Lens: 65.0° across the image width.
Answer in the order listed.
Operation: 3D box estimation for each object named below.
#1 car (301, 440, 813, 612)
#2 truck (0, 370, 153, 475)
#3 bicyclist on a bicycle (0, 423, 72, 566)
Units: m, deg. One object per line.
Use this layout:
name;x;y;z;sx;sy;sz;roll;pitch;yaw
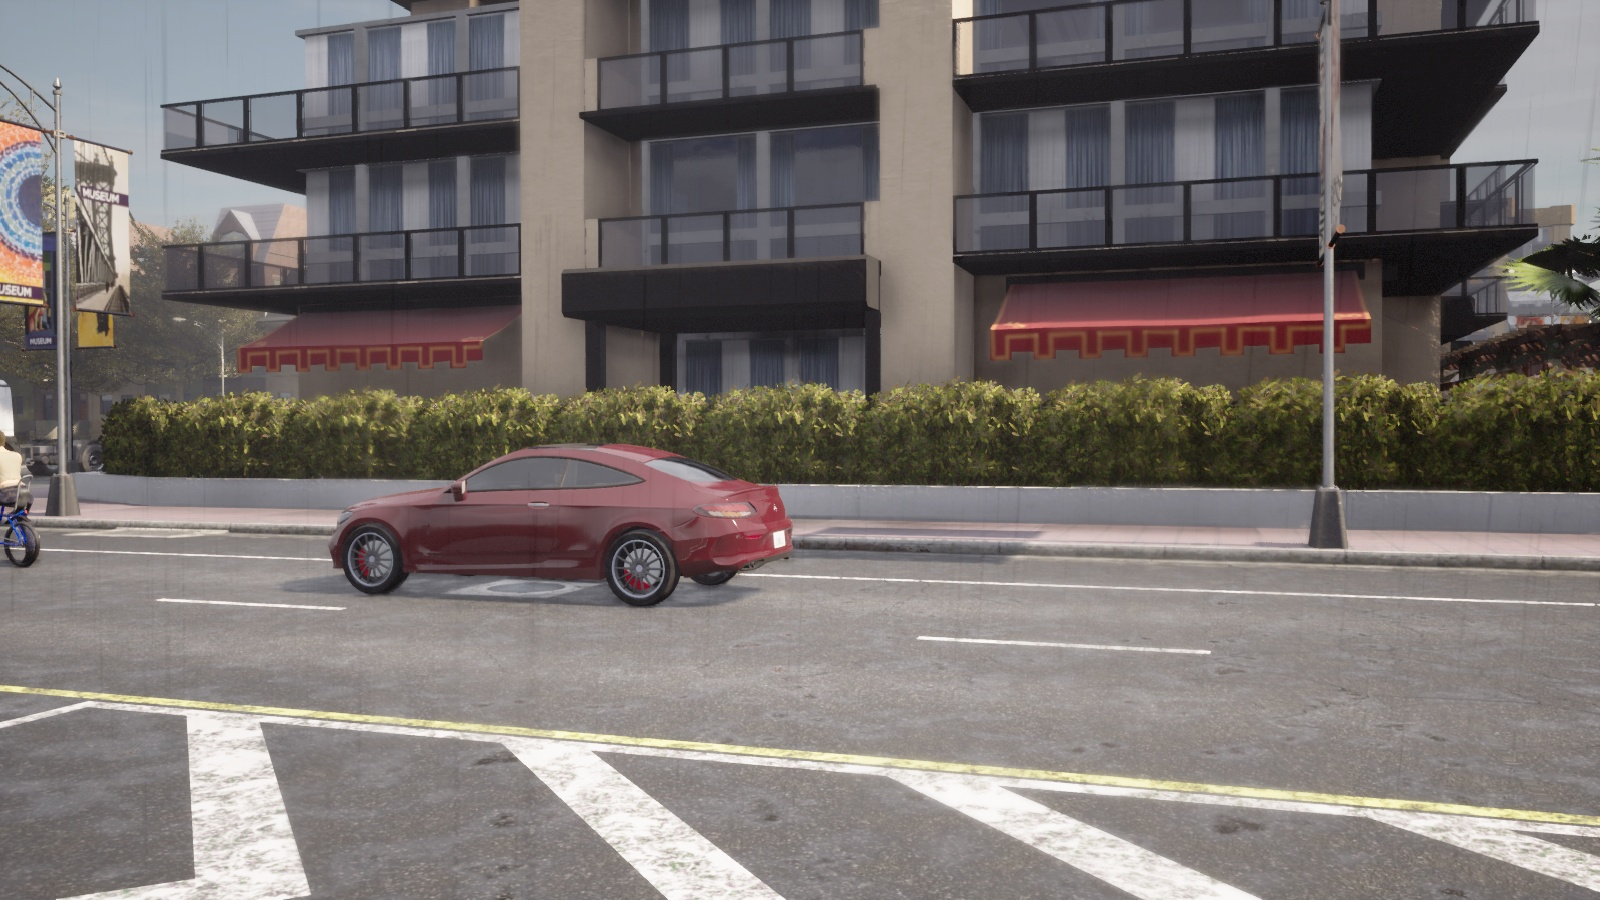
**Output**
car;-2.382;0.645;12.406;4.674;1.442;1.812;1;1;19
truck;-26.963;-0.961;43.958;2.891;3.462;7.936;1;1;18
bicyclist on a bicycle;-9.546;0.490;14.820;1.509;1.612;0.866;1;1;19
